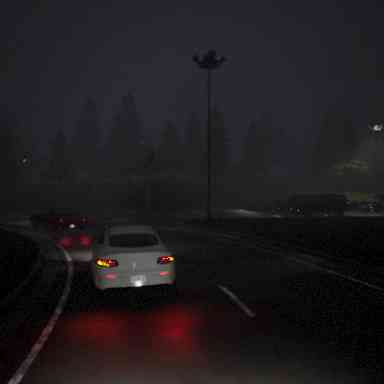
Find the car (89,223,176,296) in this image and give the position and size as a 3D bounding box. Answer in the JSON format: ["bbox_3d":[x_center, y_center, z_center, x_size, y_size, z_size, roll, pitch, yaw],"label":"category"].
[{"bbox_3d":[-1.653,1.523,8.686,1.812,1.442,4.674,0,0,-15],"label":"car"}]

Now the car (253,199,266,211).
[{"bbox_3d":[9.741,1.498,37.722,4.674,1.442,1.812,0,0,-9],"label":"car"}]

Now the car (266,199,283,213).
[{"bbox_3d":[10.988,1.194,34.403,5.566,2.045,2.150,0,0,-9],"label":"car"}]

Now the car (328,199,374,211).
[{"bbox_3d":[18.720,1.563,39.242,4.718,1.301,1.895,0,0,-9],"label":"car"}]

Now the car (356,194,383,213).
[{"bbox_3d":[21.070,1.184,36.087,5.566,2.045,2.150,0,0,-9],"label":"car"}]

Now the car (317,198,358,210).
[{"bbox_3d":[18.703,1.486,42.777,4.674,1.442,1.812,0,0,-9],"label":"car"}]

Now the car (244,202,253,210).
[{"bbox_3d":[9.248,1.518,41.209,5.357,1.411,2.033,0,0,-9],"label":"car"}]

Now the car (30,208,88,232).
[{"bbox_3d":[-8.132,1.599,20.063,1.895,1.301,4.718,0,0,-42],"label":"car"}]

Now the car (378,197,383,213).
[{"bbox_3d":[21.395,1.454,32.589,4.902,1.511,2.128,0,0,-9],"label":"car"}]

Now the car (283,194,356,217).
[{"bbox_3d":[11.821,1.195,30.994,5.566,2.045,2.150,0,0,-9],"label":"car"}]
